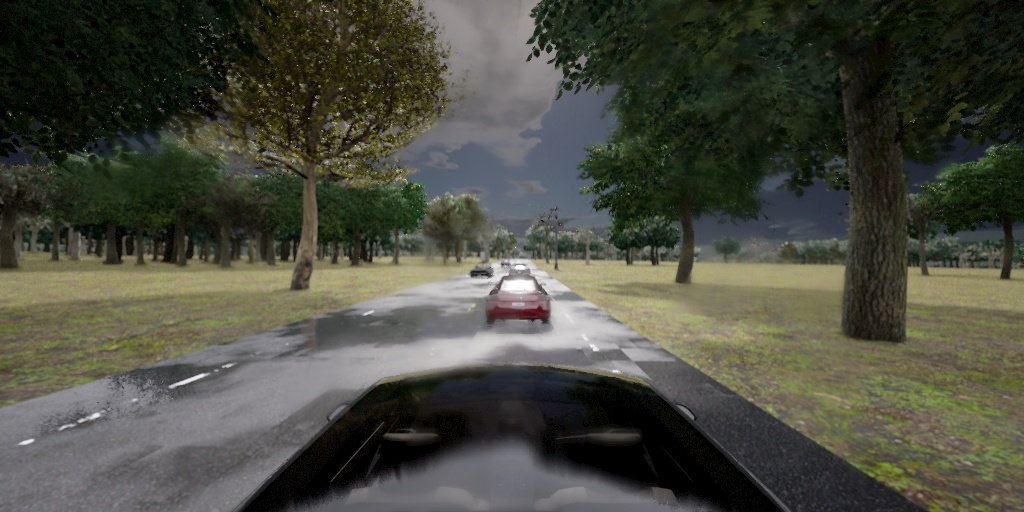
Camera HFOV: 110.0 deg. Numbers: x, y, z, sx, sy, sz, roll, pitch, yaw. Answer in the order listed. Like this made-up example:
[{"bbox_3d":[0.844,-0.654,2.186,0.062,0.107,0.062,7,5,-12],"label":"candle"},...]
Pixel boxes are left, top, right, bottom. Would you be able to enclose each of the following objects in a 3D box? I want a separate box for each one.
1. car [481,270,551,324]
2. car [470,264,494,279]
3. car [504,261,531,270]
[{"bbox_3d":[0.222,1.349,12.233,1.994,1.385,4.181,0,0,1],"label":"car"},{"bbox_3d":[-2.888,1.473,34.827,1.895,1.301,4.718,0,0,2],"label":"car"},{"bbox_3d":[0.680,1.402,30.843,2.033,1.411,5.357,0,0,2],"label":"car"}]
